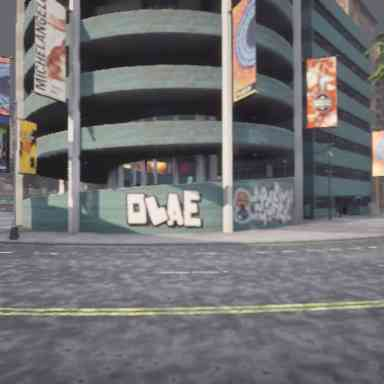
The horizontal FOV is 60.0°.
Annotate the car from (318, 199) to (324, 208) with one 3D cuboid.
[{"bbox_3d":[19.412,2.039,49.709,2.435,2.045,5.566,-1,-2,44],"label":"car"}]
